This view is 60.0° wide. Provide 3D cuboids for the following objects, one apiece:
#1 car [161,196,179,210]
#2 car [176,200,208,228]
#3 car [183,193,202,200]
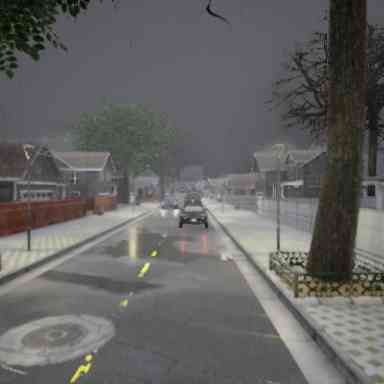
[{"bbox_3d":[-2.801,1.321,42.778,2.097,1.767,4.553,0,0,0],"label":"car"},{"bbox_3d":[0.107,1.513,22.187,1.812,1.442,4.674,0,0,0],"label":"car"},{"bbox_3d":[0.111,1.192,42.260,2.150,2.045,5.566,0,0,0],"label":"car"}]
